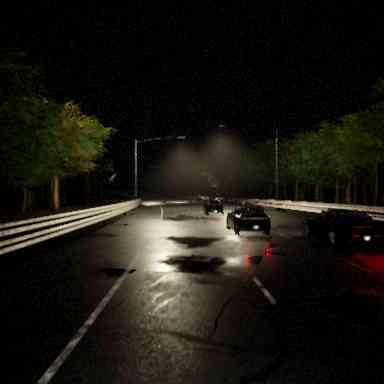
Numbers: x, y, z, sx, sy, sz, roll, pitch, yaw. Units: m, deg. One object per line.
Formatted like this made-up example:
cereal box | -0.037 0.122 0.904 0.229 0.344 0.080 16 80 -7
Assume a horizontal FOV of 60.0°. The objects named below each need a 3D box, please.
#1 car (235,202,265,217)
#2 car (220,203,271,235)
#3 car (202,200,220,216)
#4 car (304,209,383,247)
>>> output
car | 5.800 1.742 33.849 1.895 1.301 4.718 0 0 -4
car | 3.132 1.572 19.229 2.128 1.511 4.902 0 0 -2
car | 2.174 1.660 35.315 1.837 1.490 4.892 0 0 -4
car | 6.778 1.563 15.432 1.837 1.490 4.892 0 0 -2
